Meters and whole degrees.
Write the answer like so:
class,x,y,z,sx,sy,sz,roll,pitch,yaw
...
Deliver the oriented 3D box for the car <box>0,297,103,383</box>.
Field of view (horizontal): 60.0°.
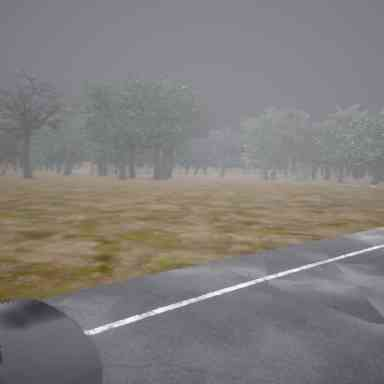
class,x,y,z,sx,sy,sz,roll,pitch,yaw
car,-2.639,1.302,0.741,5.008,1.535,1.882,-2,6,-43
